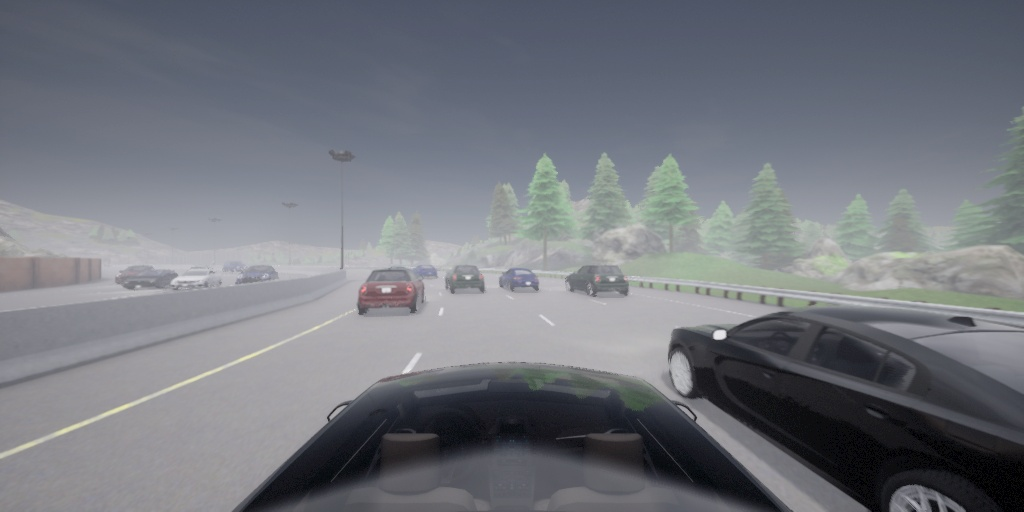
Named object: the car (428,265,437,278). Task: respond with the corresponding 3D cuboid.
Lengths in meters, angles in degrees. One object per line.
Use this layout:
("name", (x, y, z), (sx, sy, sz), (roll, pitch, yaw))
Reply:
("car", (-9.765, 1.677, 39.942), (1.882, 1.535, 5.008), (0, -1, -28))

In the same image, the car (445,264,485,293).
("car", (-3.134, 1.337, 23.178), (2.097, 1.767, 4.553), (0, -1, -15))

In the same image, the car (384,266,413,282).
("car", (-11.309, 1.713, 35.456), (2.033, 1.411, 5.357), (0, -1, -26))

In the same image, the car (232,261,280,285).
("car", (-19.797, 1.506, 28.109), (2.097, 1.767, 4.553), (0, -1, -24))

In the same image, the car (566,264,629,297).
("car", (4.707, 1.254, 20.491), (2.097, 1.767, 4.553), (0, -1, -12))

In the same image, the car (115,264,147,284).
("car", (-33.984, 1.653, 32.649), (2.097, 1.767, 4.553), (0, -1, -34))

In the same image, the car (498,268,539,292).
("car", (0.405, 1.490, 23.641), (1.812, 1.442, 4.674), (0, -1, -14))

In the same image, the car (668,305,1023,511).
("car", (3.347, 1.221, 3.499), (1.882, 1.535, 5.008), (0, -1, -1))

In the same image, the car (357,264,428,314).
("car", (-4.829, 1.267, 14.904), (2.097, 1.767, 4.553), (0, -1, -9))

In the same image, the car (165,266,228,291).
("car", (-22.642, 1.679, 25.970), (1.812, 1.442, 4.674), (0, -1, -23))

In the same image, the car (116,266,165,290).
("car", (-26.864, 1.742, 27.132), (2.033, 1.411, 5.357), (0, -1, -25))
